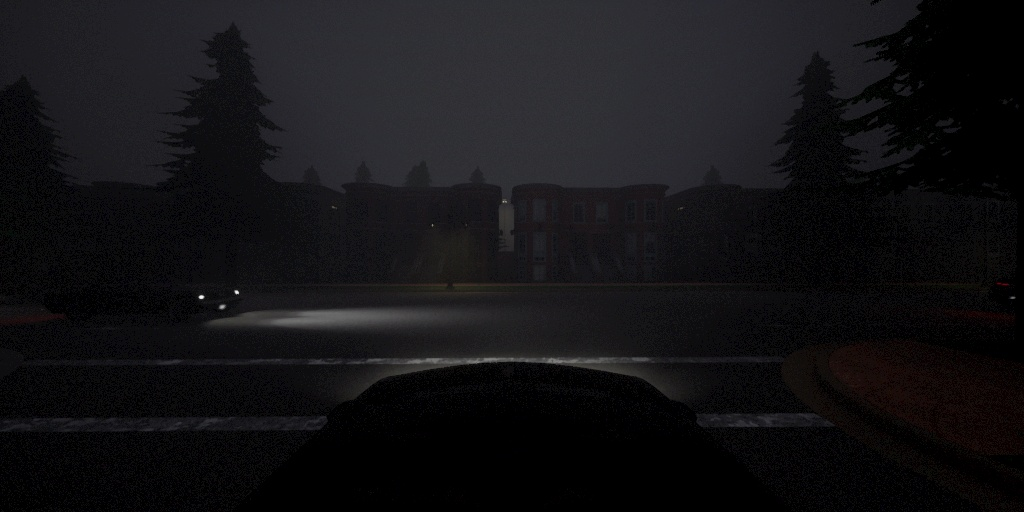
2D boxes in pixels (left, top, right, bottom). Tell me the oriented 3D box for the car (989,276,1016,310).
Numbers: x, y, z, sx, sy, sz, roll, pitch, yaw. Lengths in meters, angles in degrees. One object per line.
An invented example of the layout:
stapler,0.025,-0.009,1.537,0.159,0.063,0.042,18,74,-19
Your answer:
car,19.651,1.219,12.327,4.902,1.511,2.128,0,0,-1

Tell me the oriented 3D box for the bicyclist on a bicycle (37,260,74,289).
bicyclist on a bicycle,-25.683,1.028,20.205,0.582,1.620,1.656,0,0,-1

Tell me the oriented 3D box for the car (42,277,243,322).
car,-11.591,1.330,11.553,4.718,1.301,1.895,0,0,-1
